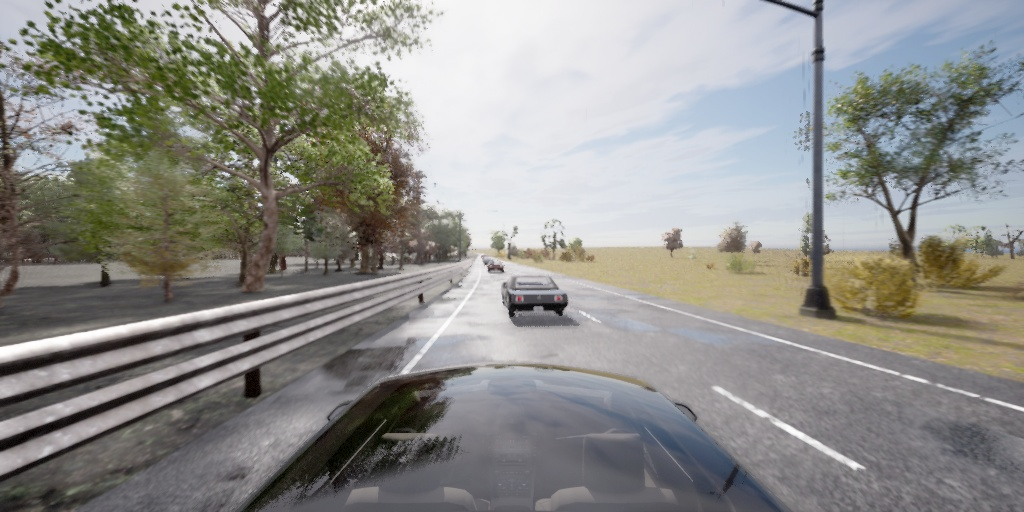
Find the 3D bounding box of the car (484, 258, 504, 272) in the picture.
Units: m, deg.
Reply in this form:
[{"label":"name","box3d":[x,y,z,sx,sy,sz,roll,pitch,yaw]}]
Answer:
[{"label":"car","box3d":[-2.027,1.248,43.060,1.895,1.301,4.718,0,0,-5]}]

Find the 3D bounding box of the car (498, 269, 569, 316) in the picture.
[{"label":"car","box3d":[0.629,1.329,13.210,1.895,1.301,4.718,0,0,-5]}]
